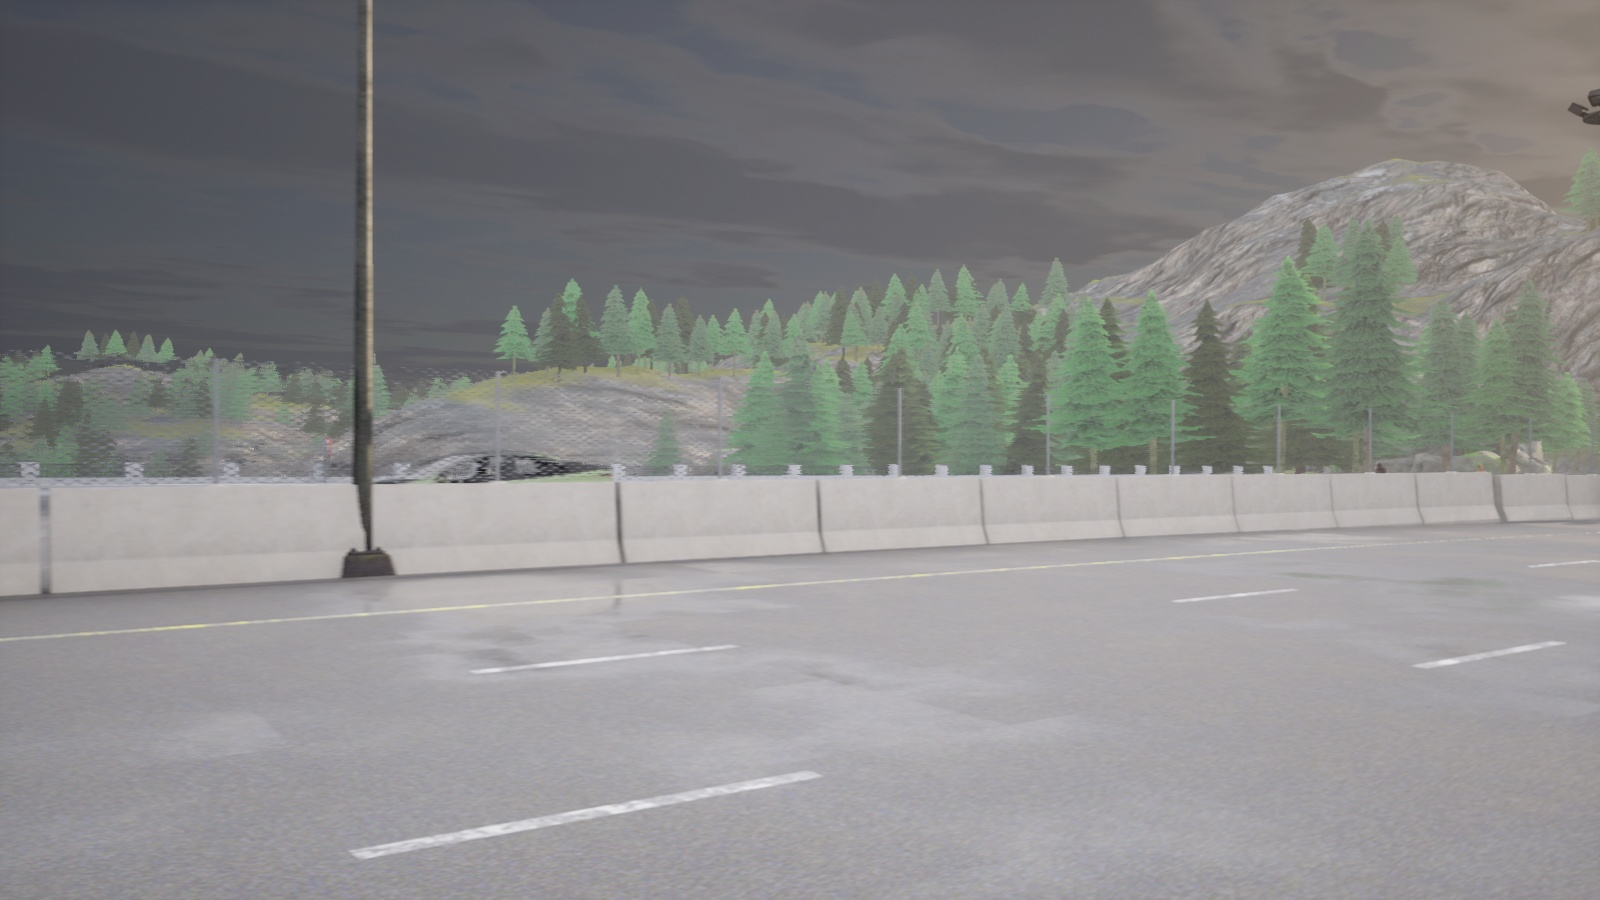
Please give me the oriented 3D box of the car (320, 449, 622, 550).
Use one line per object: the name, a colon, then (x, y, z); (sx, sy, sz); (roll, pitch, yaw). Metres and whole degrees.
car: (-5.492, 0.757, 21.158); (4.514, 1.525, 2.007); (0, 0, -35)
